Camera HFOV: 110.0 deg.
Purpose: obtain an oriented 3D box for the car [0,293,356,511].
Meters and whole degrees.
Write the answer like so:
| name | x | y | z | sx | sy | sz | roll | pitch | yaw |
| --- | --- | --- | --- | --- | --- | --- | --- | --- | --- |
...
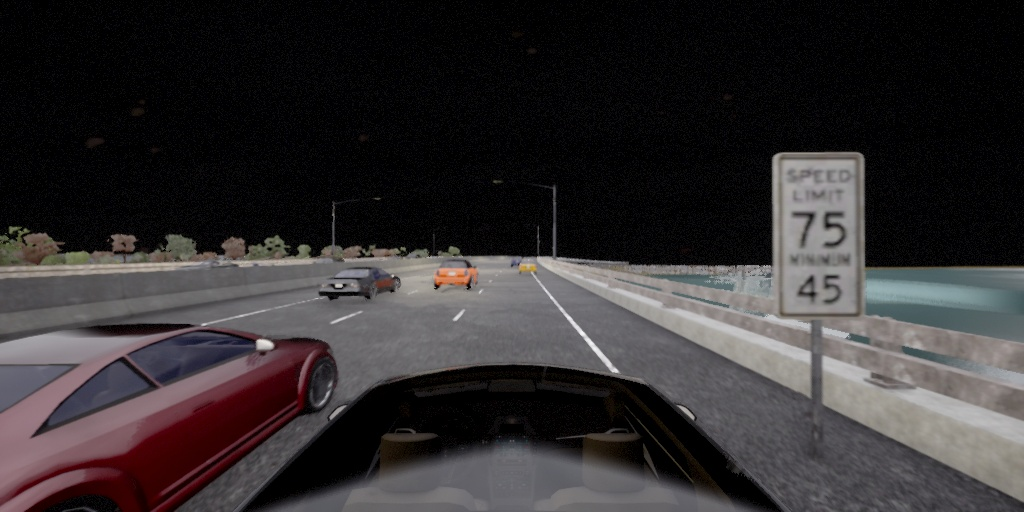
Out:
| name | x | y | z | sx | sy | sz | roll | pitch | yaw |
| --- | --- | --- | --- | --- | --- | --- | --- | --- | --- |
| car | -3.391 | 1.302 | 3.304 | 1.994 | 1.385 | 4.181 | 0 | 0 | 0 |

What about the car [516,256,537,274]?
| name | x | y | z | sx | sy | sz | roll | pitch | yaw |
| --- | --- | --- | --- | --- | --- | --- | --- | --- | --- |
| car | 1.595 | 1.001 | 36.689 | 1.801 | 1.575 | 5.366 | 0 | 0 | 1 |

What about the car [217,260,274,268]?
| name | x | y | z | sx | sy | sz | roll | pitch | yaw |
| --- | --- | --- | --- | --- | --- | --- | --- | --- | --- |
| car | -20.860 | 1.180 | 29.129 | 1.895 | 1.301 | 4.718 | 0 | 0 | 1 |

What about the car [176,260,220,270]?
| name | x | y | z | sx | sy | sz | roll | pitch | yaw |
| --- | --- | --- | --- | --- | --- | --- | --- | --- | --- |
| car | -24.361 | 1.071 | 28.885 | 2.128 | 1.511 | 4.902 | 0 | 0 | 1 |

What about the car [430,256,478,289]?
| name | x | y | z | sx | sy | sz | roll | pitch | yaw |
| --- | --- | --- | --- | --- | --- | --- | --- | --- | --- |
| car | -3.267 | 0.978 | 21.776 | 2.097 | 1.767 | 4.553 | 0 | 0 | 1 |

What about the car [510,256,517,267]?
| name | x | y | z | sx | sy | sz | roll | pitch | yaw |
| --- | --- | --- | --- | --- | --- | --- | --- | --- | --- |
| car | 0.868 | 0.802 | 55.579 | 2.097 | 1.767 | 4.553 | 0 | 0 | 2 |

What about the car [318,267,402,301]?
| name | x | y | z | sx | sy | sz | roll | pitch | yaw |
| --- | --- | --- | --- | --- | --- | --- | --- | --- | --- |
| car | -6.825 | 1.202 | 16.688 | 2.033 | 1.411 | 5.357 | 0 | 0 | 1 |

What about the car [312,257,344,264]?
| name | x | y | z | sx | sy | sz | roll | pitch | yaw |
| --- | --- | --- | --- | --- | --- | --- | --- | --- | --- |
| car | -17.275 | 0.909 | 33.451 | 2.097 | 1.767 | 4.553 | 0 | 0 | 1 |
